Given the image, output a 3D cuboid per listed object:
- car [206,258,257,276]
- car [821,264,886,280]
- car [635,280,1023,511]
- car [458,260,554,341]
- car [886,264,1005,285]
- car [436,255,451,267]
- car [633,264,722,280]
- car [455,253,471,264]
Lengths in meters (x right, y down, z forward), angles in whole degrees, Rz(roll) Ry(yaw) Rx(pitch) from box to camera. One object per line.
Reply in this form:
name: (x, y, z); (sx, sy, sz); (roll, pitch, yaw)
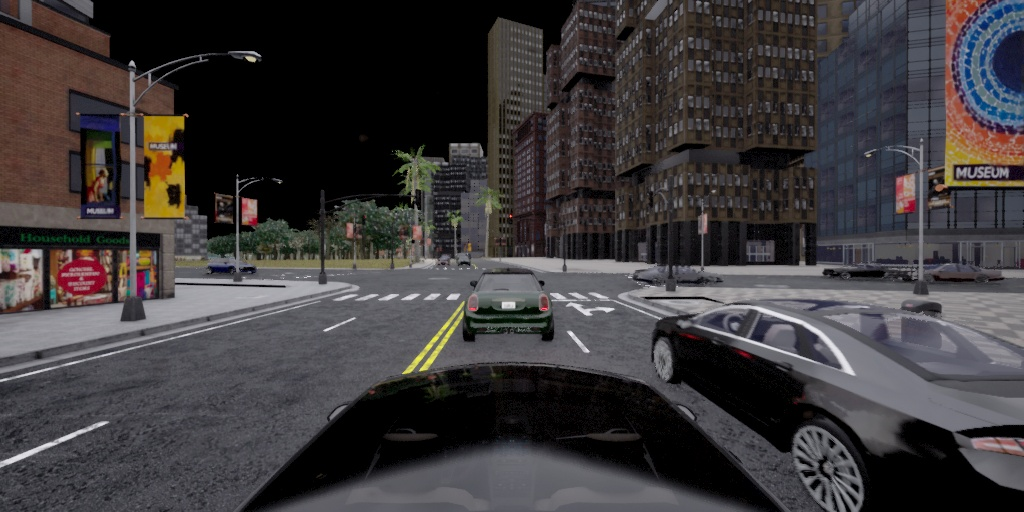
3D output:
car: (-27.950, 0.984, 35.779); (4.553, 1.767, 2.097); (0, 0, 13)
car: (28.593, 1.283, 29.403); (4.718, 1.301, 1.895); (0, 0, 13)
car: (3.288, 1.241, 4.157); (2.128, 1.511, 4.902); (0, 0, -1)
car: (-0.122, 1.101, 10.008); (2.097, 1.767, 4.553); (0, 0, -1)
car: (30.888, 1.245, 25.520); (5.357, 1.411, 2.033); (0, 0, 13)
car: (-10.809, 0.954, 56.578); (1.994, 1.385, 4.181); (0, 1, -8)
car: (10.913, 1.261, 23.832); (5.357, 1.411, 2.033); (0, 0, 6)
car: (-7.576, 0.742, 56.917); (2.097, 1.767, 4.553); (0, 1, -8)
